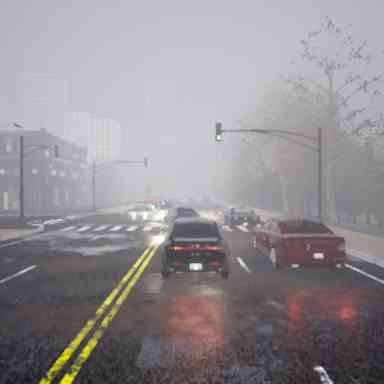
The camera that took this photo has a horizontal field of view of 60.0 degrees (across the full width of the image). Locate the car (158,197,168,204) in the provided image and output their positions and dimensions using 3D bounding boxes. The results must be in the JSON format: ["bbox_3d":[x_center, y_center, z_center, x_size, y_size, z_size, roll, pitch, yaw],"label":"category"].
[{"bbox_3d":[-6.554,1.893,74.760,1.837,1.490,4.892,0,0,0],"label":"car"}]

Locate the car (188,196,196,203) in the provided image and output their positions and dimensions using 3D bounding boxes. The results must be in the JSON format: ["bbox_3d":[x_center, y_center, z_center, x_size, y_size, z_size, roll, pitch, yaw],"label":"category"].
[{"bbox_3d":[-0.057,1.919,76.619,1.812,1.442,4.674,0,0,0],"label":"car"}]

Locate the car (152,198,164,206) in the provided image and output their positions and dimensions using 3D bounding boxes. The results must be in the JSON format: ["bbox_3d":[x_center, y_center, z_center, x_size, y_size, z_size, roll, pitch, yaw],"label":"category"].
[{"bbox_3d":[-6.556,1.941,64.446,1.895,1.301,4.718,0,0,0],"label":"car"}]

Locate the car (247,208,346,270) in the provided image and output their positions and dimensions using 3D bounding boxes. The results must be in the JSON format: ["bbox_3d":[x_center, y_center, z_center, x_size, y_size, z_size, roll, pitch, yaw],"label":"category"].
[{"bbox_3d":[3.340,1.539,11.254,1.882,1.535,5.008,0,0,0],"label":"car"}]

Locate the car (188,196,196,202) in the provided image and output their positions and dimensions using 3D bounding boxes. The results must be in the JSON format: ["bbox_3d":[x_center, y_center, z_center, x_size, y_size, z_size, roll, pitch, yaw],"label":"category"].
[{"bbox_3d":[-0.064,1.837,86.623,1.994,1.385,4.181,0,0,0],"label":"car"}]

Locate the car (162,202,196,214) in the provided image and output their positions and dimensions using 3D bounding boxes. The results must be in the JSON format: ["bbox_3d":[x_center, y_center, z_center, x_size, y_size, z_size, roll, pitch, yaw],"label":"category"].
[{"bbox_3d":[-0.675,1.648,22.541,1.812,1.442,4.674,0,0,-13],"label":"car"}]

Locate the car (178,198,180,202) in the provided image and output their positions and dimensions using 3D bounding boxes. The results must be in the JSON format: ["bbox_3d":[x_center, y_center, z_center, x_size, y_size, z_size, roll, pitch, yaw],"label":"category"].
[{"bbox_3d":[-3.365,1.862,56.263,1.994,1.385,4.181,0,0,0],"label":"car"}]

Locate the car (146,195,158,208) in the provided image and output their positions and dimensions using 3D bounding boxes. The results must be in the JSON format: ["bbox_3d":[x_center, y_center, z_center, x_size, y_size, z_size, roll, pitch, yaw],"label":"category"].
[{"bbox_3d":[-6.620,1.511,54.643,2.150,2.045,5.566,0,0,0],"label":"car"}]

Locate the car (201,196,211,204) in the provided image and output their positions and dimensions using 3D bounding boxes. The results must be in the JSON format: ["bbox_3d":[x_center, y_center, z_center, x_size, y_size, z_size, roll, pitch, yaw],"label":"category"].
[{"bbox_3d":[3.193,1.749,76.593,2.097,1.767,4.553,0,0,0],"label":"car"}]

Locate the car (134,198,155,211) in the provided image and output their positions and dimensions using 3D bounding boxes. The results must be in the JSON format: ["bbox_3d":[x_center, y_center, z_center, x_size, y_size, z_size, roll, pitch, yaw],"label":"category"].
[{"bbox_3d":[-6.638,1.841,45.098,1.895,1.301,4.718,0,0,1],"label":"car"}]

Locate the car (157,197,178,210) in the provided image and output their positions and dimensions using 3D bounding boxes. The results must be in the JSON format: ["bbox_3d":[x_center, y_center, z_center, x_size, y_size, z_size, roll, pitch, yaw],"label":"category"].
[{"bbox_3d":[-3.374,1.813,46.744,1.994,1.385,4.181,0,0,0],"label":"car"}]

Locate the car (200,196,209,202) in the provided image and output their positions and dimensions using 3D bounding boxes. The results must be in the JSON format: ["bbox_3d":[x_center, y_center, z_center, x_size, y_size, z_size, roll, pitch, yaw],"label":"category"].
[{"bbox_3d":[3.187,1.810,86.626,2.128,1.511,4.902,0,0,0],"label":"car"}]

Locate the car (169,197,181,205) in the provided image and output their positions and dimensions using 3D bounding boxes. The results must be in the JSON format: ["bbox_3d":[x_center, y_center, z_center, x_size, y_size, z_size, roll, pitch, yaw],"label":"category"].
[{"bbox_3d":[-3.298,1.842,66.513,2.128,1.511,4.902,0,0,0],"label":"car"}]

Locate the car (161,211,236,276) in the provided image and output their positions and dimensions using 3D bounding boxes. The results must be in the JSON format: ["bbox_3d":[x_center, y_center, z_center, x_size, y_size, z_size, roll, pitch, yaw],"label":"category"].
[{"bbox_3d":[0.095,1.563,10.492,1.837,1.490,4.892,0,0,0],"label":"car"}]

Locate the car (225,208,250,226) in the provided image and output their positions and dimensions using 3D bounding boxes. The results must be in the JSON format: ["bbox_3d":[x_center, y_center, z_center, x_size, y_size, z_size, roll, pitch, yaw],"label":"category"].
[{"bbox_3d":[3.335,1.725,22.980,1.895,1.301,4.718,0,0,0],"label":"car"}]
